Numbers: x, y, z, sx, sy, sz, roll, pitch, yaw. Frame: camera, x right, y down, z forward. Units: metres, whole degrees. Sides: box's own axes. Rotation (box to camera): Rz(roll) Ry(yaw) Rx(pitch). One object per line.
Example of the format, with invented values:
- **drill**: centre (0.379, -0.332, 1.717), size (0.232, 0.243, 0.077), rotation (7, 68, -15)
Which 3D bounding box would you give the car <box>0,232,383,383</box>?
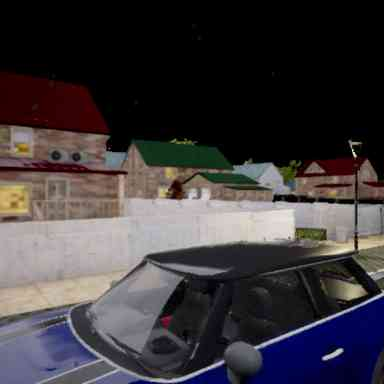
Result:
- **car**: centre (0.103, 1.357, 3.144), size (4.553, 1.767, 2.097), rotation (0, 0, -35)
